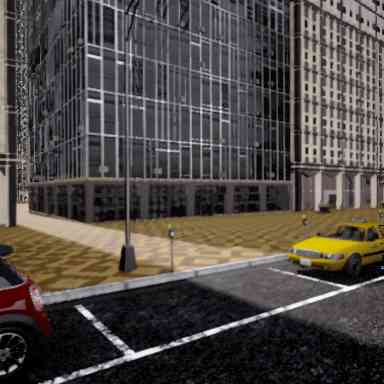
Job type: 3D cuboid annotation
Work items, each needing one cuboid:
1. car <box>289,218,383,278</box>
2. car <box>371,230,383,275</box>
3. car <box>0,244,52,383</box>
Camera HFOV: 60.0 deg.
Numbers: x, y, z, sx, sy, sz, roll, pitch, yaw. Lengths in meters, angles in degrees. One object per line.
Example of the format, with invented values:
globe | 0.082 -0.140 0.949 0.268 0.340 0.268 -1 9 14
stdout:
car | 4.936 1.505 10.092 4.829 1.417 1.752 0 0 -36
car | 6.524 1.580 8.025 4.718 1.301 1.895 0 0 -35
car | -3.924 1.443 3.769 4.097 1.590 1.967 0 0 -36
